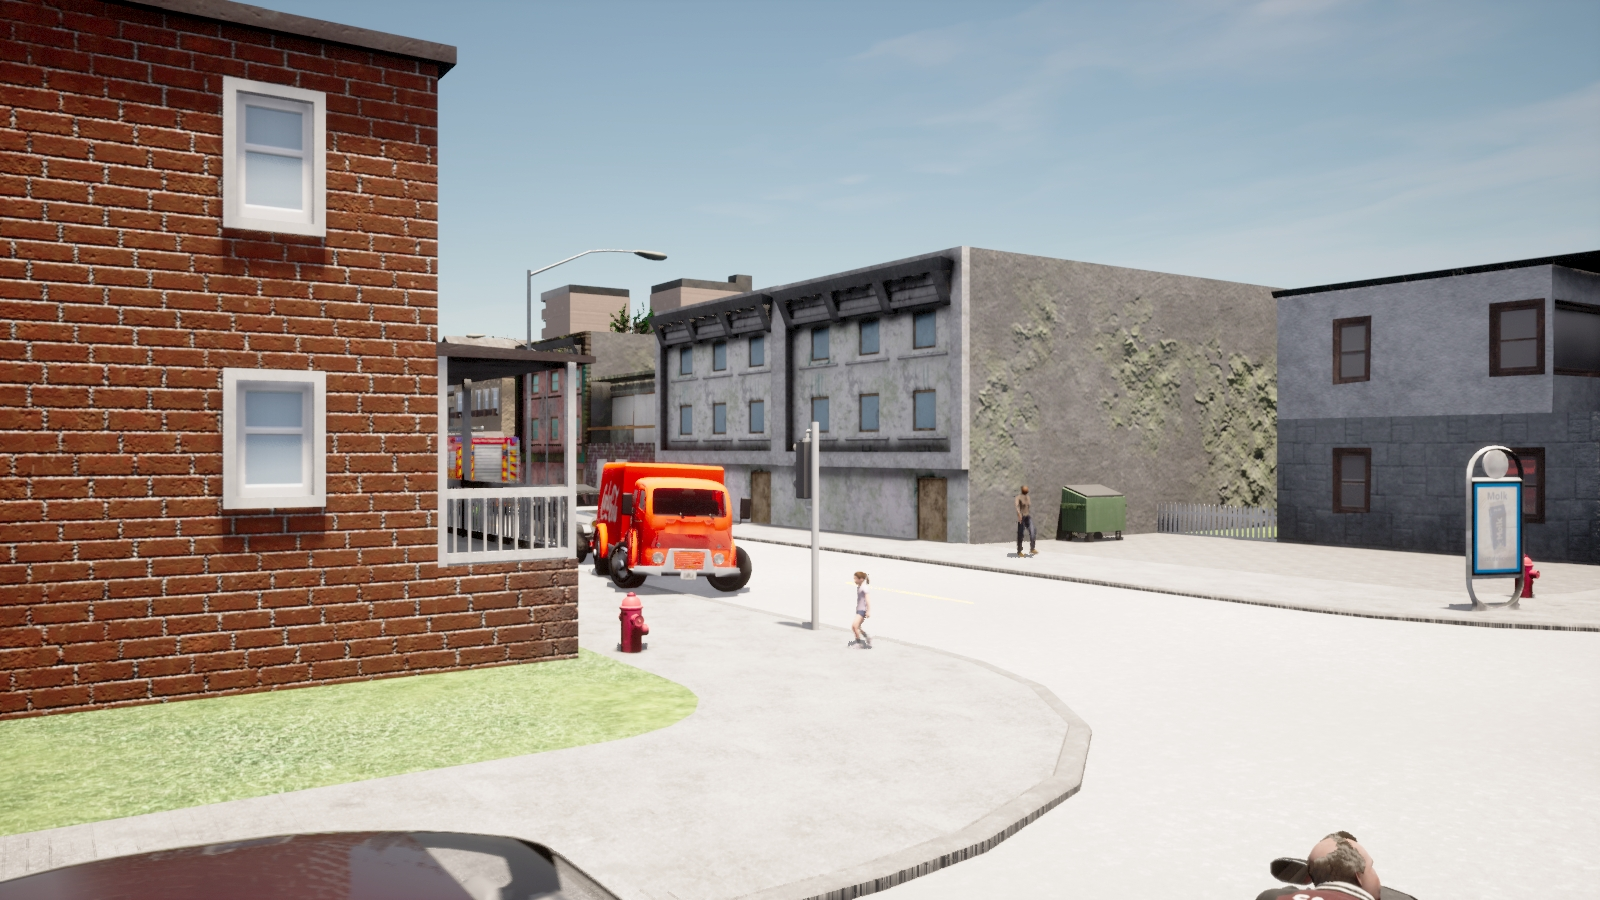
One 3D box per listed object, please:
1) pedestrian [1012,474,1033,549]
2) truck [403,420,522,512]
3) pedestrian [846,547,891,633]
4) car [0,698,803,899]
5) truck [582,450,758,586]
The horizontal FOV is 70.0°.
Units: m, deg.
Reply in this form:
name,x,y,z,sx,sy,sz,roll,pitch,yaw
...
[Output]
name,x,y,z,sx,sy,sz,roll,pitch,yaw
pedestrian,5.577,1.525,28.643,0.375,1.860,0.375,0,0,-27
truck,-15.566,0.670,52.238,2.891,3.827,8.468,0,0,-33
pedestrian,0.927,1.897,15.541,0.500,1.100,0.500,0,0,-9
car,-2.033,1.810,3.082,3.705,1.549,1.789,1,0,-34
truck,-2.868,1.294,23.855,2.627,2.467,5.204,3,-1,-17
